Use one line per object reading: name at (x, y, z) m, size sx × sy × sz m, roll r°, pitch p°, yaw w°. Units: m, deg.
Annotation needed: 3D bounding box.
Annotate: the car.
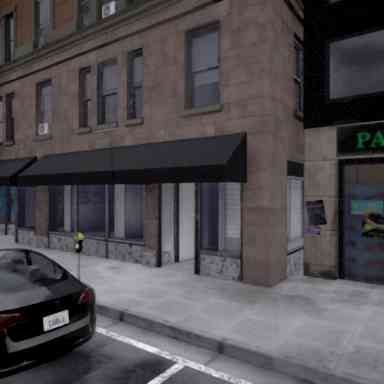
car at (-3.306, 1.565, 5.174) m, size 4.313 × 1.339 × 1.947 m, roll 0°, pitch 0°, yaw 36°
